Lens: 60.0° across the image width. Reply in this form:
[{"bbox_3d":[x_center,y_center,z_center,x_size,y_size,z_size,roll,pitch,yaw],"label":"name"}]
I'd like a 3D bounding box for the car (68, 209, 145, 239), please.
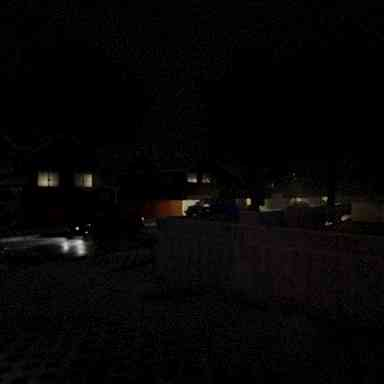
[{"bbox_3d":[-4.518,1.636,18.065,1.994,1.385,4.181,0,0,35],"label":"car"}]

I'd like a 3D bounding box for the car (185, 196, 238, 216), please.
[{"bbox_3d":[1.740,1.359,26.866,2.150,2.045,5.566,0,0,35],"label":"car"}]

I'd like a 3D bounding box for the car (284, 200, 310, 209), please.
[{"bbox_3d":[13.921,1.819,43.875,2.033,1.411,5.357,0,0,36],"label":"car"}]
